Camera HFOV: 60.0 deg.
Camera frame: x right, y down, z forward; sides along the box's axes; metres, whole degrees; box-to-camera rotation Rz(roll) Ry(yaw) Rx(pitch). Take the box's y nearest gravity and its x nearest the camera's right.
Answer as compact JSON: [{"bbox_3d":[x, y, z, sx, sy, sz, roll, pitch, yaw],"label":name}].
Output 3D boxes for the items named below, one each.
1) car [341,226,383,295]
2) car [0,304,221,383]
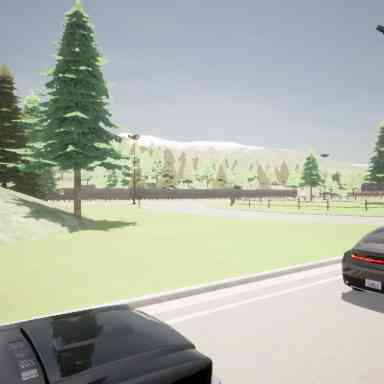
[{"bbox_3d":[5.425,1.505,7.714,4.892,1.490,1.837,0,0,-35],"label":"car"},{"bbox_3d":[-2.071,1.601,2.272,4.718,1.301,1.895,0,0,-35],"label":"car"}]
